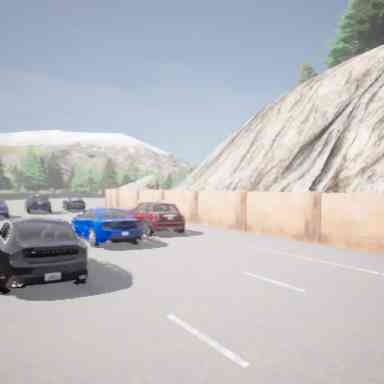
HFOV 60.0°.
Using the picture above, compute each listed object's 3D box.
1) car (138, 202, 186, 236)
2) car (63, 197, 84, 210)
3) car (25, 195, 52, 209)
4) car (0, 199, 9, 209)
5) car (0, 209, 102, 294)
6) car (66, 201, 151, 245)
[{"bbox_3d":[-2.260,1.319,18.603,2.097,1.767,4.553,1,0,-33],"label":"car"},{"bbox_3d":[-12.264,1.231,34.626,2.128,1.511,4.902,1,0,-28],"label":"car"},{"bbox_3d":[-14.778,1.023,31.964,2.097,1.767,4.553,2,0,-29],"label":"car"},{"bbox_3d":[-14.874,1.208,25.079,2.033,1.411,5.357,1,0,-32],"label":"car"},{"bbox_3d":[-4.121,1.414,8.718,1.837,1.490,4.892,1,0,-33],"label":"car"},{"bbox_3d":[-3.890,1.400,14.721,1.882,1.535,5.008,1,0,-33],"label":"car"}]
